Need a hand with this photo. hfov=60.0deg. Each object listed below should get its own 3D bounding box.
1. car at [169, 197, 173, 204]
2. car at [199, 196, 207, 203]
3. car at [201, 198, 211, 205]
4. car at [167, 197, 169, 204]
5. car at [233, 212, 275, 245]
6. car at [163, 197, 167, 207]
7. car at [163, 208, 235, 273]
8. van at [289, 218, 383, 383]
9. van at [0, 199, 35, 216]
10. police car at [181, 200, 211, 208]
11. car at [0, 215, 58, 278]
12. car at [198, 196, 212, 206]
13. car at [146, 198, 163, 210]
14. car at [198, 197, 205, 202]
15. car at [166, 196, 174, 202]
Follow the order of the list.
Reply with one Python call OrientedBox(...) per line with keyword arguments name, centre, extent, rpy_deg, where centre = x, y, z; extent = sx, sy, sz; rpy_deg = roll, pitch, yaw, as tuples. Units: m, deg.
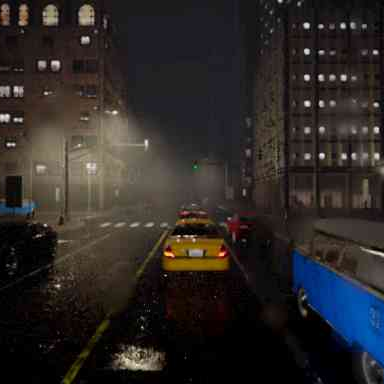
OrientedBox(name="car", centre=(-5.697, 1.881, 71.003), extent=(2.008, 1.369, 4.403), rpy_deg=(1, 0, 0))
OrientedBox(name="car", centre=(2.683, 1.816, 82.309), extent=(1.967, 1.590, 4.097), rpy_deg=(1, 0, 0))
OrientedBox(name="car", centre=(2.685, 1.852, 65.353), extent=(1.887, 1.381, 4.507), rpy_deg=(1, 0, 0))
OrientedBox(name="car", centre=(-5.694, 1.866, 59.701), extent=(1.802, 1.307, 4.206), rpy_deg=(1, 0, 0))
OrientedBox(name="car", centre=(2.696, 1.627, 15.956), extent=(1.887, 1.381, 4.507), rpy_deg=(1, 0, 0))
OrientedBox(name="car", centre=(-5.690, 1.702, 54.051), extent=(1.967, 1.590, 4.097), rpy_deg=(1, 0, 0))
OrientedBox(name="car", centre=(0.099, 1.512, 10.816), extent=(1.801, 1.575, 5.366), rpy_deg=(0, 0, 0))
OrientedBox(name="van", centre=(2.702, 1.367, 4.803), extent=(1.690, 1.788, 3.998), rpy_deg=(1, 0, 0))
OrientedBox(name="van", centre=(-19.744, 1.715, 37.265), extent=(3.998, 1.788, 1.690), rpy_deg=(0, -1, 1))
OrientedBox(name="police car", centre=(0.094, 1.630, 24.832), extent=(2.038, 1.542, 4.974), rpy_deg=(0, 0, 0))
OrientedBox(name="car", centre=(-5.683, 1.620, 10.383), extent=(1.947, 1.339, 4.313), rpy_deg=(1, 0, 0))
OrientedBox(name="car", centre=(2.687, 1.835, 59.702), extent=(2.008, 1.369, 4.403), rpy_deg=(1, 0, 0))
OrientedBox(name="car", centre=(-5.692, 1.820, 48.397), extent=(1.802, 1.307, 4.206), rpy_deg=(1, 0, 0))
OrientedBox(name="car", centre=(2.678, 2.001, 93.610), extent=(1.802, 1.307, 4.206), rpy_deg=(1, 0, 0))
OrientedBox(name="car", centre=(-5.700, 1.922, 87.789), extent=(1.752, 1.417, 4.829), rpy_deg=(1, 0, 0))
